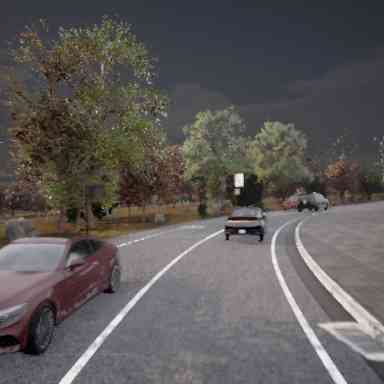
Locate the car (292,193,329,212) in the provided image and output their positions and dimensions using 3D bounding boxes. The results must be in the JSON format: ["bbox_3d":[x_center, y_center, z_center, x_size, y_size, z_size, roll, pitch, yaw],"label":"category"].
[{"bbox_3d":[13.778,1.193,37.772,2.150,2.045,5.566,-4,-2,38],"label":"car"}]

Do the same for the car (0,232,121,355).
[{"bbox_3d":[-2.772,1.554,6.326,1.812,1.442,4.674,0,0,7],"label":"car"}]

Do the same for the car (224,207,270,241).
[{"bbox_3d":[2.852,1.527,16.989,2.128,1.511,4.902,-2,0,16],"label":"car"}]

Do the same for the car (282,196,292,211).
[{"bbox_3d":[13.697,1.366,42.935,2.150,2.045,5.566,-5,-3,43],"label":"car"}]
